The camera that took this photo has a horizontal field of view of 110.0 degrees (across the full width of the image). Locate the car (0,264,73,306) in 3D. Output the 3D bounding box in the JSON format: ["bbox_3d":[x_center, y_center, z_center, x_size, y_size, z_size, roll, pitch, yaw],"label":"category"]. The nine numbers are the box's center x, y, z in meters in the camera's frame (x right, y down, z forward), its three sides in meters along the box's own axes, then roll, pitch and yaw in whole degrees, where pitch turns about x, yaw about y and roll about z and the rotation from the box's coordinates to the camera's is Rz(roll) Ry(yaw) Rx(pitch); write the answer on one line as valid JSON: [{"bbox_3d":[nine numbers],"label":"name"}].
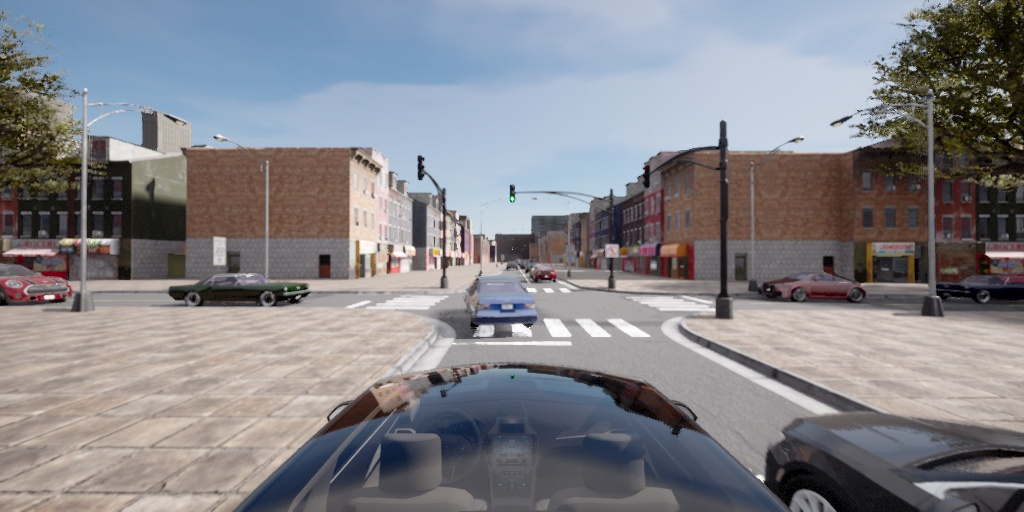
[{"bbox_3d":[-21.297,1.107,14.801,4.553,1.767,2.097,0,0,0],"label":"car"}]

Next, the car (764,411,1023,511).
[{"bbox_3d":[2.637,1.296,0.792,2.007,1.370,4.403,0,0,0],"label":"car"}]

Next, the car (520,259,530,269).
[{"bbox_3d":[2.648,1.708,63.896,1.948,1.339,4.313,0,0,0],"label":"car"}]

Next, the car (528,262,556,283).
[{"bbox_3d":[2.642,1.442,29.822,1.888,1.381,4.507,0,0,0],"label":"car"}]

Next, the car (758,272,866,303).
[{"bbox_3d":[14.549,1.481,17.531,4.181,1.385,1.994,0,0,1],"label":"car"}]

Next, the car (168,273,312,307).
[{"bbox_3d":[-10.963,1.373,14.734,4.718,1.301,1.895,0,0,0],"label":"car"}]

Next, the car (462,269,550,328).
[{"bbox_3d":[-0.550,1.340,11.580,2.033,1.411,5.357,0,0,-10],"label":"car"}]

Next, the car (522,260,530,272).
[{"bbox_3d":[2.645,1.574,46.859,1.948,1.339,4.313,0,0,0],"label":"car"}]

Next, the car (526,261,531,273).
[{"bbox_3d":[2.643,1.457,35.671,1.751,1.417,4.829,0,0,0],"label":"car"}]

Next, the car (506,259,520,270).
[{"bbox_3d":[0.010,1.608,59.128,1.837,1.490,4.892,0,0,0],"label":"car"}]

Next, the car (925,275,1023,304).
[{"bbox_3d":[23.384,1.581,17.474,4.718,1.301,1.895,0,0,0],"label":"car"}]
